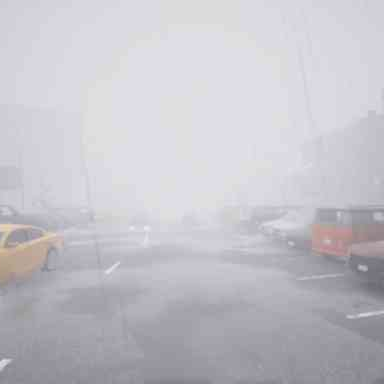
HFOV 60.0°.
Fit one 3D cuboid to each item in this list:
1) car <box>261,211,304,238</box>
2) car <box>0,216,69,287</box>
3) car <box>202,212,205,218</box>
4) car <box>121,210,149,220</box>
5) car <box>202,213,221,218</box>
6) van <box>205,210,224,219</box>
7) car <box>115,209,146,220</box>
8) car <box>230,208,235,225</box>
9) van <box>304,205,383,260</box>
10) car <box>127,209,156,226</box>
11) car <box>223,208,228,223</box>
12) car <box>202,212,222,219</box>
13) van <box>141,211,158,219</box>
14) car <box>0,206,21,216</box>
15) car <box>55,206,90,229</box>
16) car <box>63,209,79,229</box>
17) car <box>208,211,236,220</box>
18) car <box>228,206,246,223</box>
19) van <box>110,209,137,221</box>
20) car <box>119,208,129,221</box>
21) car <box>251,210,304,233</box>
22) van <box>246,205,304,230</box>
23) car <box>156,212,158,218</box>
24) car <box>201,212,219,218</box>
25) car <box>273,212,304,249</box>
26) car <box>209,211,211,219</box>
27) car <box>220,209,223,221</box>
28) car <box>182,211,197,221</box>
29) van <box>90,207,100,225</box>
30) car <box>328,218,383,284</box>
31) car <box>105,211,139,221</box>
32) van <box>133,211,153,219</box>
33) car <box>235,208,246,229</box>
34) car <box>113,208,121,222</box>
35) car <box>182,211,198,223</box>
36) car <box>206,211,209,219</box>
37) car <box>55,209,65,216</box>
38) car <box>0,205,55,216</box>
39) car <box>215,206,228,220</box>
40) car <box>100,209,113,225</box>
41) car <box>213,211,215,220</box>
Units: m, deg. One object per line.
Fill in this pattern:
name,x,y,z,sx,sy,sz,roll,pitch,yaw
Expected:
car,6.372,1.926,17.562,4.674,1.452,2.002,2,-2,-20
car,-5.165,1.591,8.578,1.882,1.535,5.008,0,-1,1
car,5.587,5.392,76.144,5.008,1.535,2.097,2,-4,-21
car,-12.093,4.812,70.672,5.566,2.045,2.435,1,-4,-20
car,5.258,6.459,90.831,4.792,1.488,2.163,2,-5,-21
van,5.560,5.585,82.061,4.442,1.987,1.878,2,-5,-21
car,-12.030,4.386,64.669,5.566,2.045,2.435,1,-4,-21
car,6.258,2.444,29.276,4.792,1.488,2.163,2,-3,-20
van,6.507,1.450,11.761,4.442,1.987,1.878,2,-2,-20
car,-5.270,2.768,35.015,1.812,1.442,4.674,0,-3,0
car,6.224,2.717,35.152,4.892,1.521,2.231,2,-4,-20
car,5.277,6.094,87.880,4.553,1.767,2.185,2,-5,-21
van,-12.067,6.538,94.618,4.442,1.987,1.878,1,-4,-19
car,-11.475,1.757,16.852,4.553,1.767,2.185,0,-2,-20
car,-11.496,2.299,28.829,4.553,1.767,2.185,0,-3,-20
car,-11.496,2.320,25.825,4.674,1.452,2.002,0,-3,-20
car,5.804,4.566,64.435,4.892,1.521,2.231,2,-5,-21
car,6.229,2.435,32.224,4.553,1.767,2.185,2,-3,-20
van,-12.013,3.988,58.659,4.442,1.987,1.878,1,-4,-21
car,-11.511,3.239,43.823,5.366,1.575,1.946,0,-4,-21
car,6.354,2.050,20.498,4.674,1.452,2.002,2,-3,-20
van,6.441,1.917,23.484,4.442,1.987,1.878,2,-3,-20
car,-12.000,6.002,85.683,4.553,1.767,2.185,1,-4,-20
car,5.128,6.510,93.763,4.553,1.767,2.185,2,-5,-21
car,6.355,1.800,14.630,4.792,1.488,2.163,2,-2,-20
car,5.886,4.028,58.580,4.553,1.767,2.185,2,-5,-21
car,6.193,2.874,38.086,4.892,1.521,2.231,2,-4,-21
car,-0.392,3.715,51.621,2.128,1.511,4.902,0,-4,-1
van,-11.447,2.350,31.863,4.442,1.987,1.878,0,-3,-20
car,6.412,1.594,8.784,5.008,1.535,2.097,1,-2,-20
car,-11.678,4.007,55.766,5.366,1.575,1.946,1,-4,-21
van,-12.162,5.688,82.643,4.442,1.987,1.878,1,-4,-20
car,6.315,2.274,26.364,5.008,1.535,2.097,2,-3,-20
car,-11.619,3.096,40.782,4.792,1.488,2.163,0,-4,-21
car,-0.258,3.208,41.605,1.895,1.301,4.718,0,-3,-1
car,5.859,4.358,61.506,5.008,1.535,2.097,2,-5,-21
car,-11.506,2.171,22.823,4.792,1.488,2.163,0,-3,-20
car,-11.442,1.759,19.876,5.566,2.045,2.435,0,-3,-20
car,6.195,2.791,41.042,5.566,2.045,2.435,2,-4,-21
car,-11.409,2.732,34.864,5.366,1.575,1.946,0,-4,-21
car,6.098,3.388,46.870,5.008,1.535,2.097,2,-4,-21
